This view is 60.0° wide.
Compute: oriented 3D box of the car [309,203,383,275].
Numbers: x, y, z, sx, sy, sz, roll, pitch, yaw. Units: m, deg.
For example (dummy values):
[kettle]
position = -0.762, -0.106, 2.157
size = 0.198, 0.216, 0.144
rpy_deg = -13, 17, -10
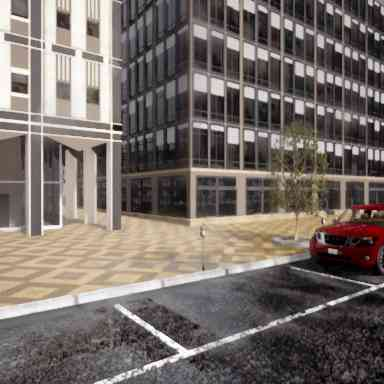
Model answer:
[car]
position = 5.885, 1.308, 10.588
size = 5.009, 1.841, 2.192
rpy_deg = 0, 0, -36
